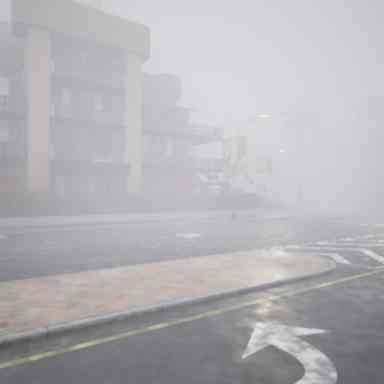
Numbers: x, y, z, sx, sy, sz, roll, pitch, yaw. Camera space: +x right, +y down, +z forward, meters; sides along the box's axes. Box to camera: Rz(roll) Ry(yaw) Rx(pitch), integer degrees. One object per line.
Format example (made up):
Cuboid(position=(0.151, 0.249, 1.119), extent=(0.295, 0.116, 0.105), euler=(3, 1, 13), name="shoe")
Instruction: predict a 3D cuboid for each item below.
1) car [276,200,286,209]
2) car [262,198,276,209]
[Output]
Cuboid(position=(12.179, 1.747, 51.049), extent=(2.128, 1.511, 4.902), euler=(0, 0, -34), name="car")
Cuboid(position=(9.421, 1.711, 48.875), extent=(1.882, 1.535, 5.008), euler=(0, 0, -34), name="car")
